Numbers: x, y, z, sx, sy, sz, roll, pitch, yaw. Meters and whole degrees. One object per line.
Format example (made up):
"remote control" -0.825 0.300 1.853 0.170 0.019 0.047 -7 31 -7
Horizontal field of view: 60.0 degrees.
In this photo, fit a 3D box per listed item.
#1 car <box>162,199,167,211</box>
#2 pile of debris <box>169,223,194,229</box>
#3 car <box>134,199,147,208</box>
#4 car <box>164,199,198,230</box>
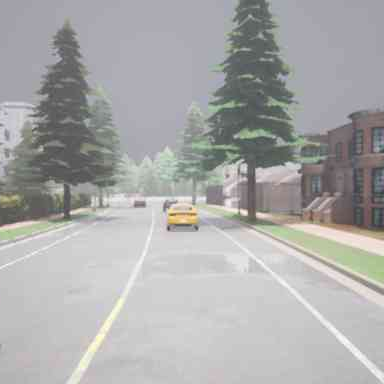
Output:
"car" -2.487 1.524 39.321 2.128 1.511 4.902 0 0 -8
"pile of debris" -0.714 2.191 21.585 1.500 0.140 1.860 0 0 -4
"car" -7.631 1.663 48.948 1.895 1.301 4.718 0 0 -9
"car" -0.678 1.493 21.592 1.882 1.535 5.008 0 0 -4
